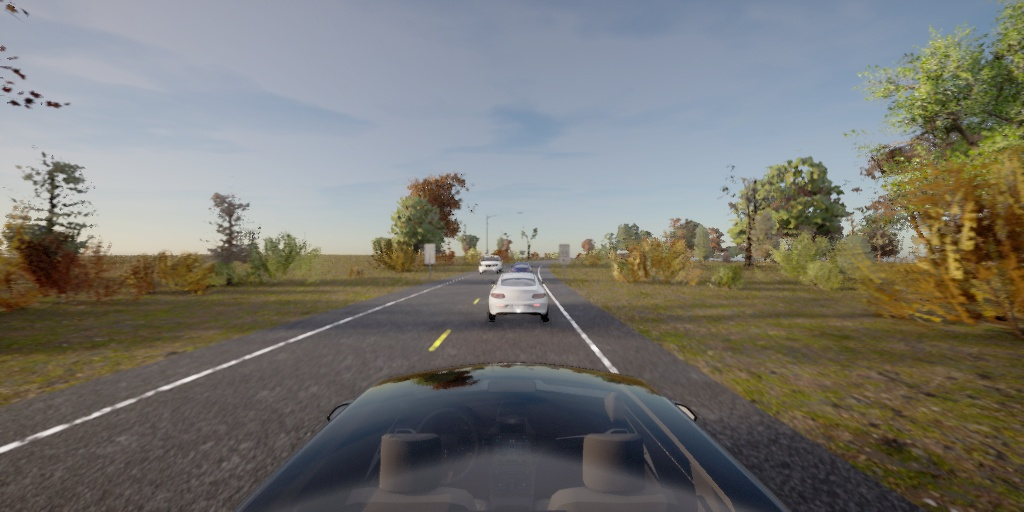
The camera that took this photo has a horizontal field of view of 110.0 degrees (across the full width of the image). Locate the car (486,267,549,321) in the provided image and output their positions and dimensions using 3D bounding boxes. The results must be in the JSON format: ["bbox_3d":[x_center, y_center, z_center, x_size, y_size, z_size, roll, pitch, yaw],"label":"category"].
[{"bbox_3d":[0.216,1.280,12.347,1.812,1.442,4.674,0,0,1],"label":"car"}]

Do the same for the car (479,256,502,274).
[{"bbox_3d":[-2.325,0.978,40.500,2.150,2.045,5.566,0,0,4],"label":"car"}]

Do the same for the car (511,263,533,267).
[{"bbox_3d":[0.852,1.283,31.010,1.812,1.442,4.674,0,0,3],"label":"car"}]
